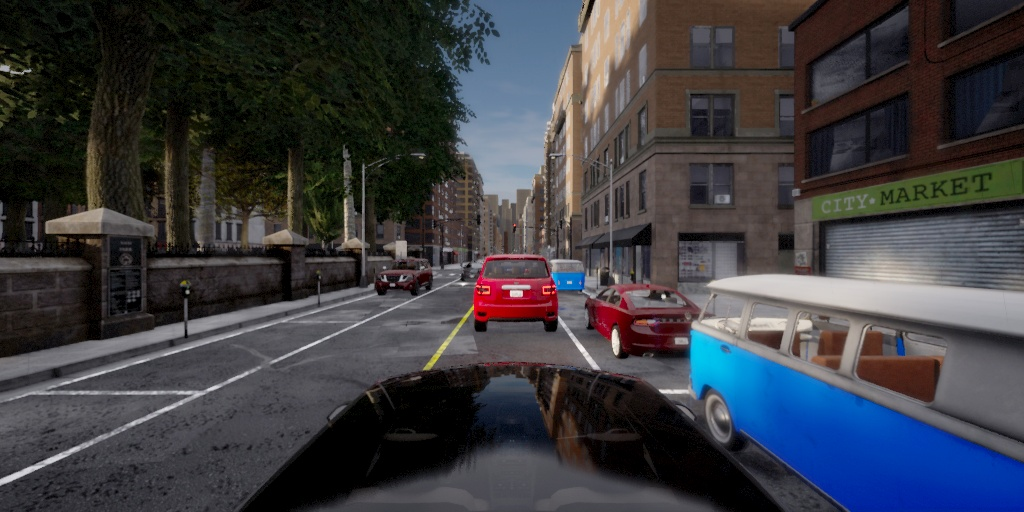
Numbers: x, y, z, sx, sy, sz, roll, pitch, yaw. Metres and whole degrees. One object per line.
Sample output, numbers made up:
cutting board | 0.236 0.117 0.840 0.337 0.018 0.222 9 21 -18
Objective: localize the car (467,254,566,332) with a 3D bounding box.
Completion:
car | 0.092 0.968 11.018 2.150 2.045 5.566 0 0 0

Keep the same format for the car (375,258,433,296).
car | -5.678 1.055 19.537 2.192 1.841 5.009 0 0 0

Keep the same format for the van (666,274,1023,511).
van | 2.856 1.091 2.600 1.690 1.789 3.998 0 0 0

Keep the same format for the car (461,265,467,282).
car | -3.021 1.258 29.404 1.812 1.442 4.674 0 0 0

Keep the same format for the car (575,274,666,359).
car | 2.853 1.293 8.261 1.888 1.381 4.507 0 0 0

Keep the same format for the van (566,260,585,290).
van | 2.847 1.082 19.582 1.690 1.789 3.998 0 0 0
